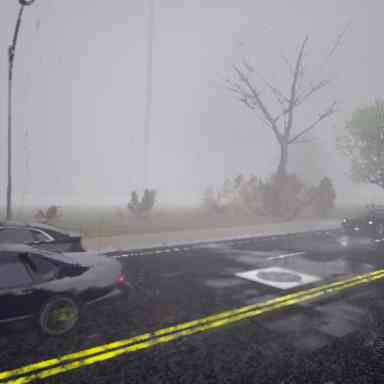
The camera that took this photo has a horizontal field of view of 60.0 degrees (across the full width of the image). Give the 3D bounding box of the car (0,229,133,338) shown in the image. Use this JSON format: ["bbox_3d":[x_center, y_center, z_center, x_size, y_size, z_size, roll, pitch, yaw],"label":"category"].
[{"bbox_3d":[-3.638,1.544,5.084,5.357,1.411,2.033,0,0,-35],"label":"car"}]

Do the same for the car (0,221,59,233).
[{"bbox_3d":[-5.076,1.505,8.049,4.892,1.490,1.837,1,-1,-36],"label":"car"}]

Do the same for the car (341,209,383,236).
[{"bbox_3d":[10.691,1.689,19.210,4.718,1.301,1.895,0,0,-35],"label":"car"}]
